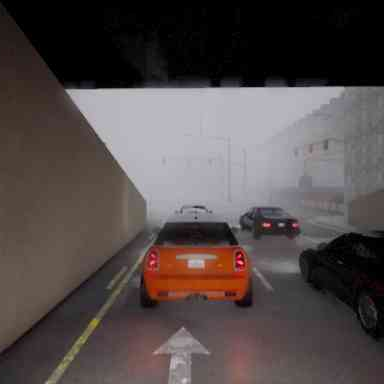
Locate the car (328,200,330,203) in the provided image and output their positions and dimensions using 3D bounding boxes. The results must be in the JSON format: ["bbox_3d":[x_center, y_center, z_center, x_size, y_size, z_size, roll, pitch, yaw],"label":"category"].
[{"bbox_3d":[17.522,1.087,38.902,2.038,1.542,4.974,1,1,45],"label":"car"}]

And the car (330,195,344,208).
[{"bbox_3d":[17.419,1.130,34.295,2.038,1.542,4.974,0,1,-35],"label":"car"}]

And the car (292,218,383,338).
[{"bbox_3d":[3.583,1.465,6.355,1.812,1.442,4.674,0,1,0],"label":"car"}]

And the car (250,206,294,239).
[{"bbox_3d":[3.626,1.393,16.403,2.033,1.411,5.357,0,1,-3],"label":"car"}]

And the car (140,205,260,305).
[{"bbox_3d":[0.086,1.275,8.052,2.097,1.767,4.553,0,1,0],"label":"car"}]

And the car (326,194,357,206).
[{"bbox_3d":[17.558,0.929,38.937,1.853,1.218,4.536,1,1,45],"label":"car"}]

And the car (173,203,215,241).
[{"bbox_3d":[0.093,1.368,16.731,1.812,1.442,4.674,0,1,0],"label":"car"}]
